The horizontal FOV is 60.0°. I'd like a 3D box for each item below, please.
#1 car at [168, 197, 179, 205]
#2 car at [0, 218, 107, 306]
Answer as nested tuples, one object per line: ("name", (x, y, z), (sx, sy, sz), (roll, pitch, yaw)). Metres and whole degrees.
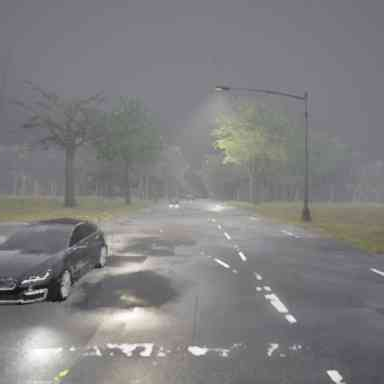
("car", (-3.476, 1.736, 64.547), (2.128, 1.511, 4.902), (0, 0, 0))
("car", (-3.488, 1.484, 8.282), (1.837, 1.490, 4.892), (0, 1, 0))
